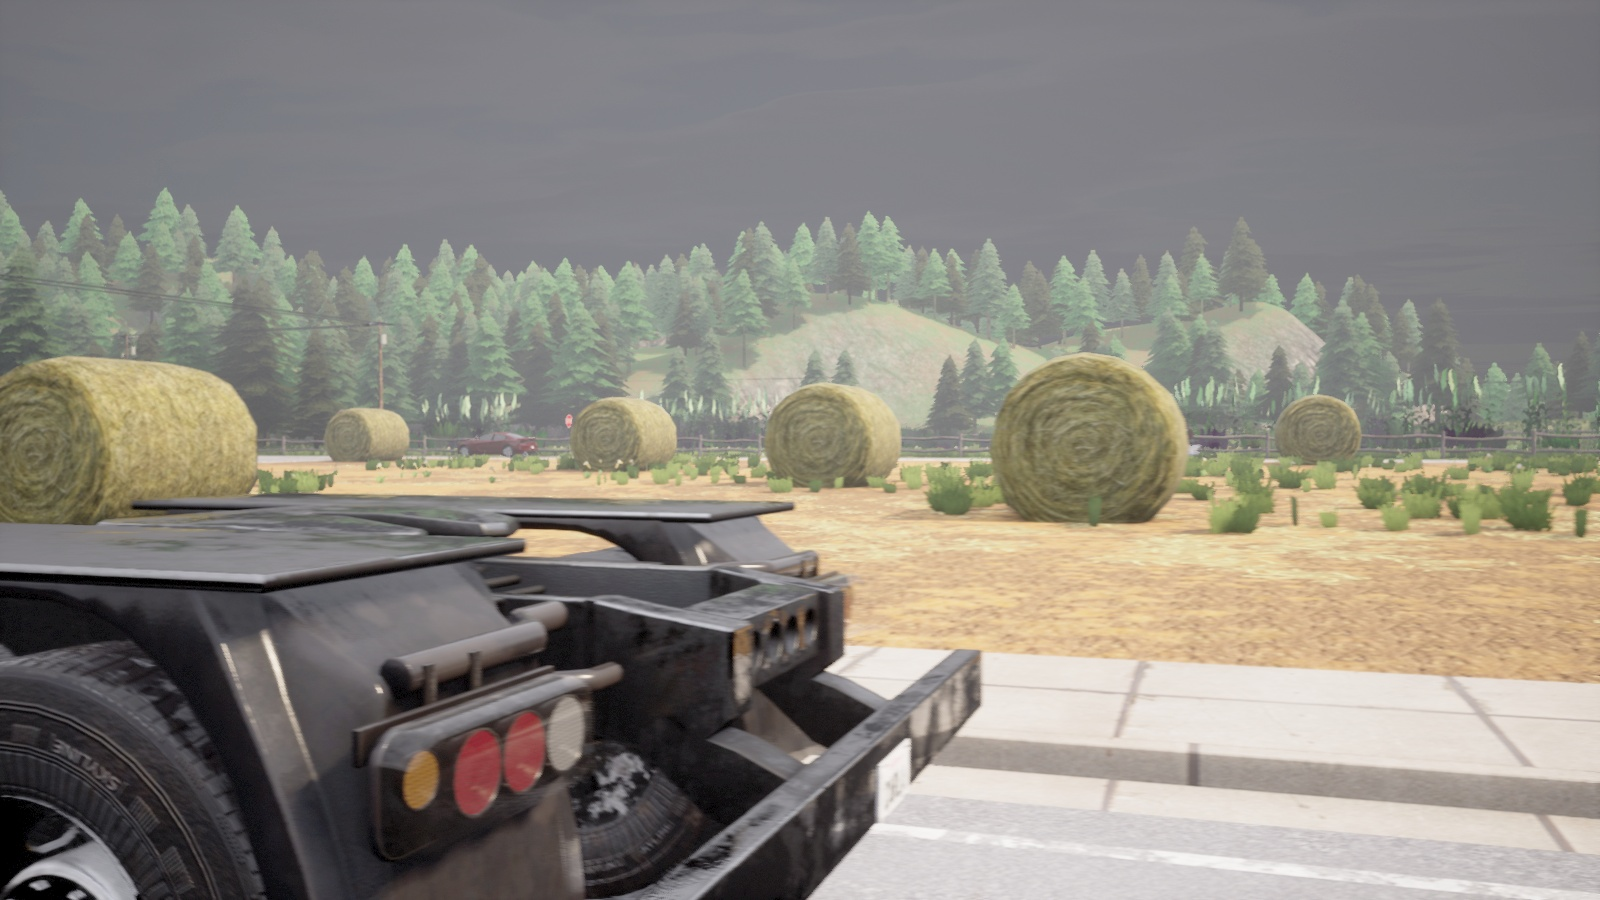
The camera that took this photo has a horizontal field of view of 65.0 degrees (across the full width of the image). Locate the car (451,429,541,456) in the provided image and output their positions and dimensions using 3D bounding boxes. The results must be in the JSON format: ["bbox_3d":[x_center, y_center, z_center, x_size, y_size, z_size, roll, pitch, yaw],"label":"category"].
[{"bbox_3d":[-17.842,-0.450,73.668,5.008,1.535,1.882,0,1,22],"label":"car"}]

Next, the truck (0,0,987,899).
[{"bbox_3d":[-3.569,-0.249,4.367,7.936,3.462,2.891,1,0,18],"label":"truck"}]
